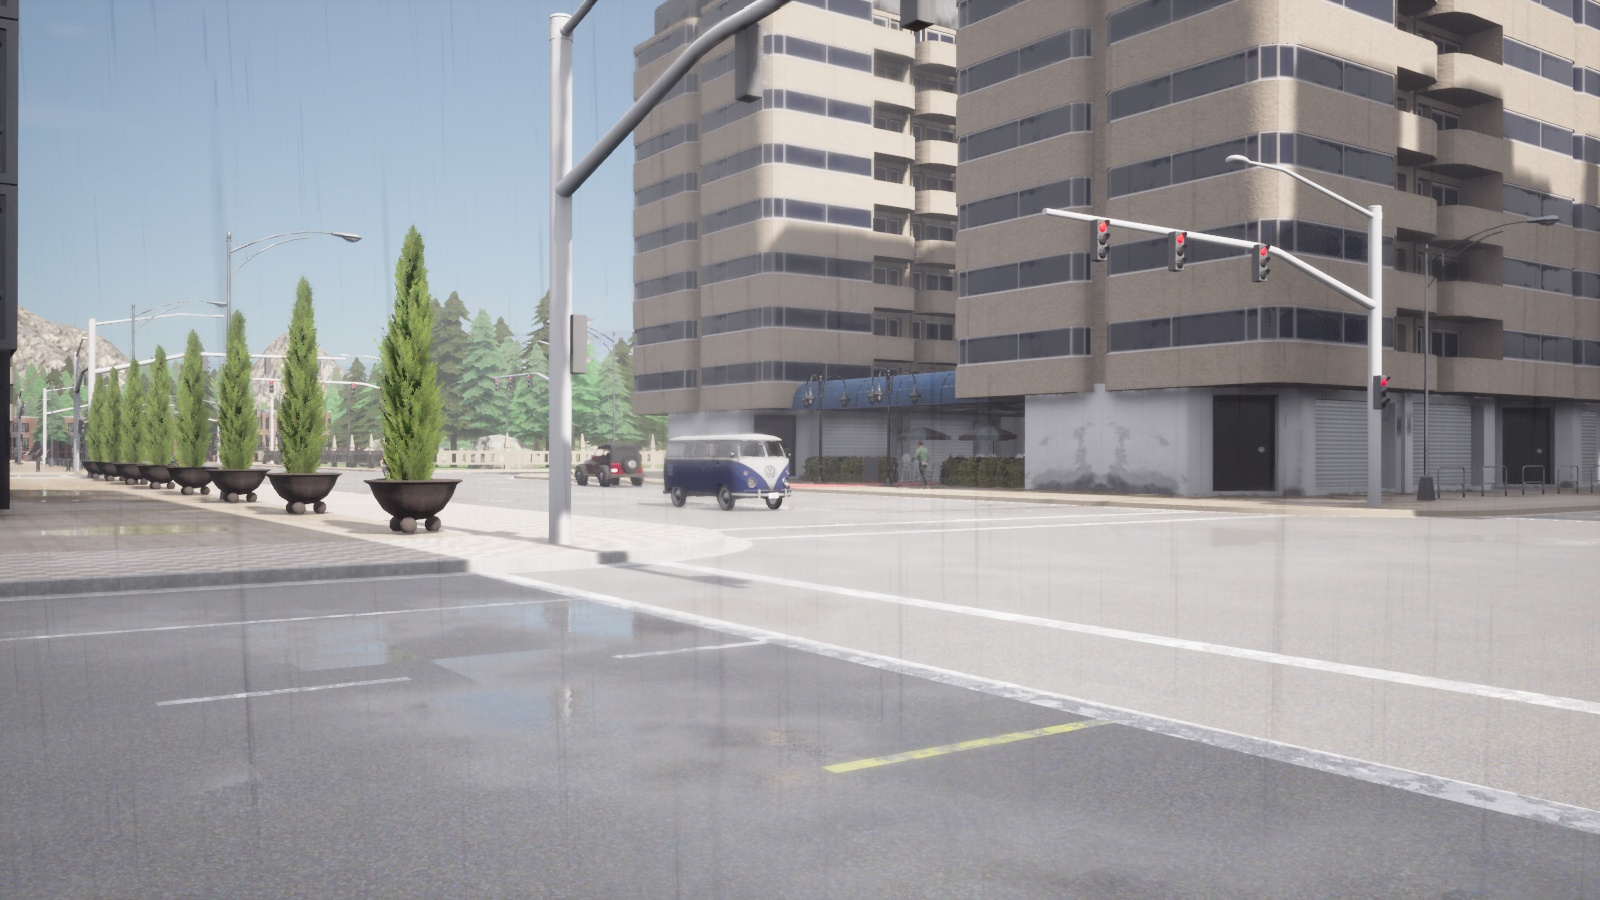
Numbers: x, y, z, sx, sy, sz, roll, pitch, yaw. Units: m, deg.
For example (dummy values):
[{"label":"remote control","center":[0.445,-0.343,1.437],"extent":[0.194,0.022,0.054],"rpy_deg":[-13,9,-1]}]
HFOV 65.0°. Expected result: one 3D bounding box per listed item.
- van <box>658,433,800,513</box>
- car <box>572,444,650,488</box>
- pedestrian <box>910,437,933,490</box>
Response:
[{"label":"van","center":[-1.986,0.584,33.753],"extent":[1.775,1.987,4.442],"rpy_deg":[0,0,-35]},{"label":"car","center":[-8.387,0.694,55.399],"extent":[1.905,1.878,3.866],"rpy_deg":[0,0,-35]},{"label":"pedestrian","center":[4.554,0.509,47.013],"extent":[0.423,1.949,0.788],"rpy_deg":[0,0,-37]}]
